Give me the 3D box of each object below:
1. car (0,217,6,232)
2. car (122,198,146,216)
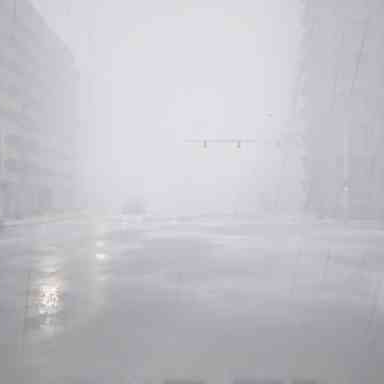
[{"bbox_3d":[-13.420,1.828,19.733,4.181,1.385,1.994,0,-1,0],"label":"car"},{"bbox_3d":[-6.919,1.748,40.486,2.150,2.045,5.566,0,-1,0],"label":"car"}]
